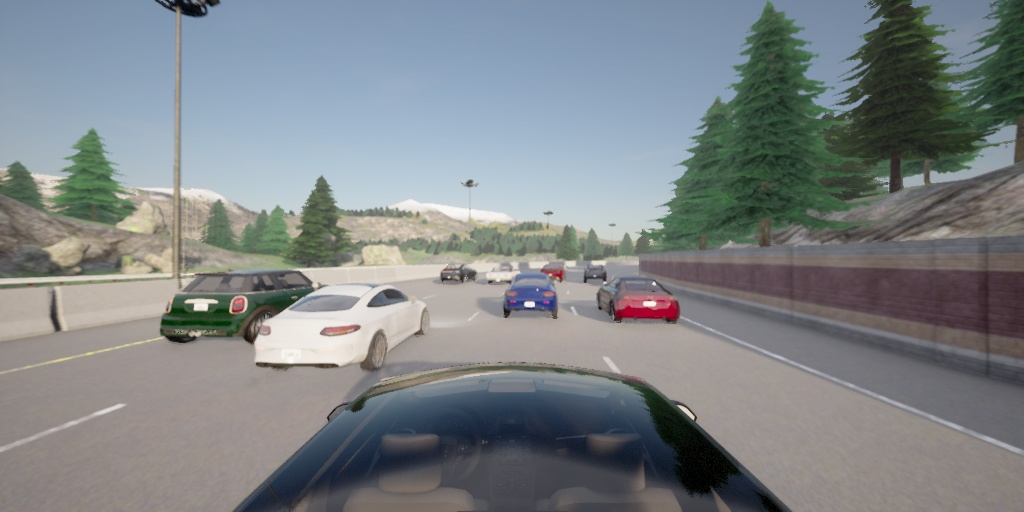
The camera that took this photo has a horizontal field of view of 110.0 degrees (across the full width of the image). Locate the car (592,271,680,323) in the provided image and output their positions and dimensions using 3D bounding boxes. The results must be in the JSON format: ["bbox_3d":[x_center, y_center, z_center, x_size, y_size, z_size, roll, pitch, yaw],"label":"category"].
[{"bbox_3d":[4.196,1.381,12.501,1.994,1.385,4.181,0,0,5],"label":"car"}]

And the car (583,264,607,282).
[{"bbox_3d":[7.148,1.409,30.896,2.128,1.511,4.902,0,0,13],"label":"car"}]

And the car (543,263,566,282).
[{"bbox_3d":[3.605,1.385,31.097,1.882,1.535,5.008,0,0,12],"label":"car"}]

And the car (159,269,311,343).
[{"bbox_3d":[-6.523,1.120,9.773,2.097,1.767,4.553,0,0,3],"label":"car"}]

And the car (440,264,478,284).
[{"bbox_3d":[-4.125,1.360,28.415,2.128,1.511,4.902,0,0,11],"label":"car"}]

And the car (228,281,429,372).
[{"bbox_3d":[-3.171,1.294,7.613,1.812,1.442,4.674,0,0,2],"label":"car"}]

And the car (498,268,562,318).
[{"bbox_3d":[0.733,1.336,13.329,1.812,1.442,4.674,0,0,5],"label":"car"}]

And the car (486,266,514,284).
[{"bbox_3d":[-0.575,1.481,28.439,1.895,1.301,4.718,0,0,11],"label":"car"}]
